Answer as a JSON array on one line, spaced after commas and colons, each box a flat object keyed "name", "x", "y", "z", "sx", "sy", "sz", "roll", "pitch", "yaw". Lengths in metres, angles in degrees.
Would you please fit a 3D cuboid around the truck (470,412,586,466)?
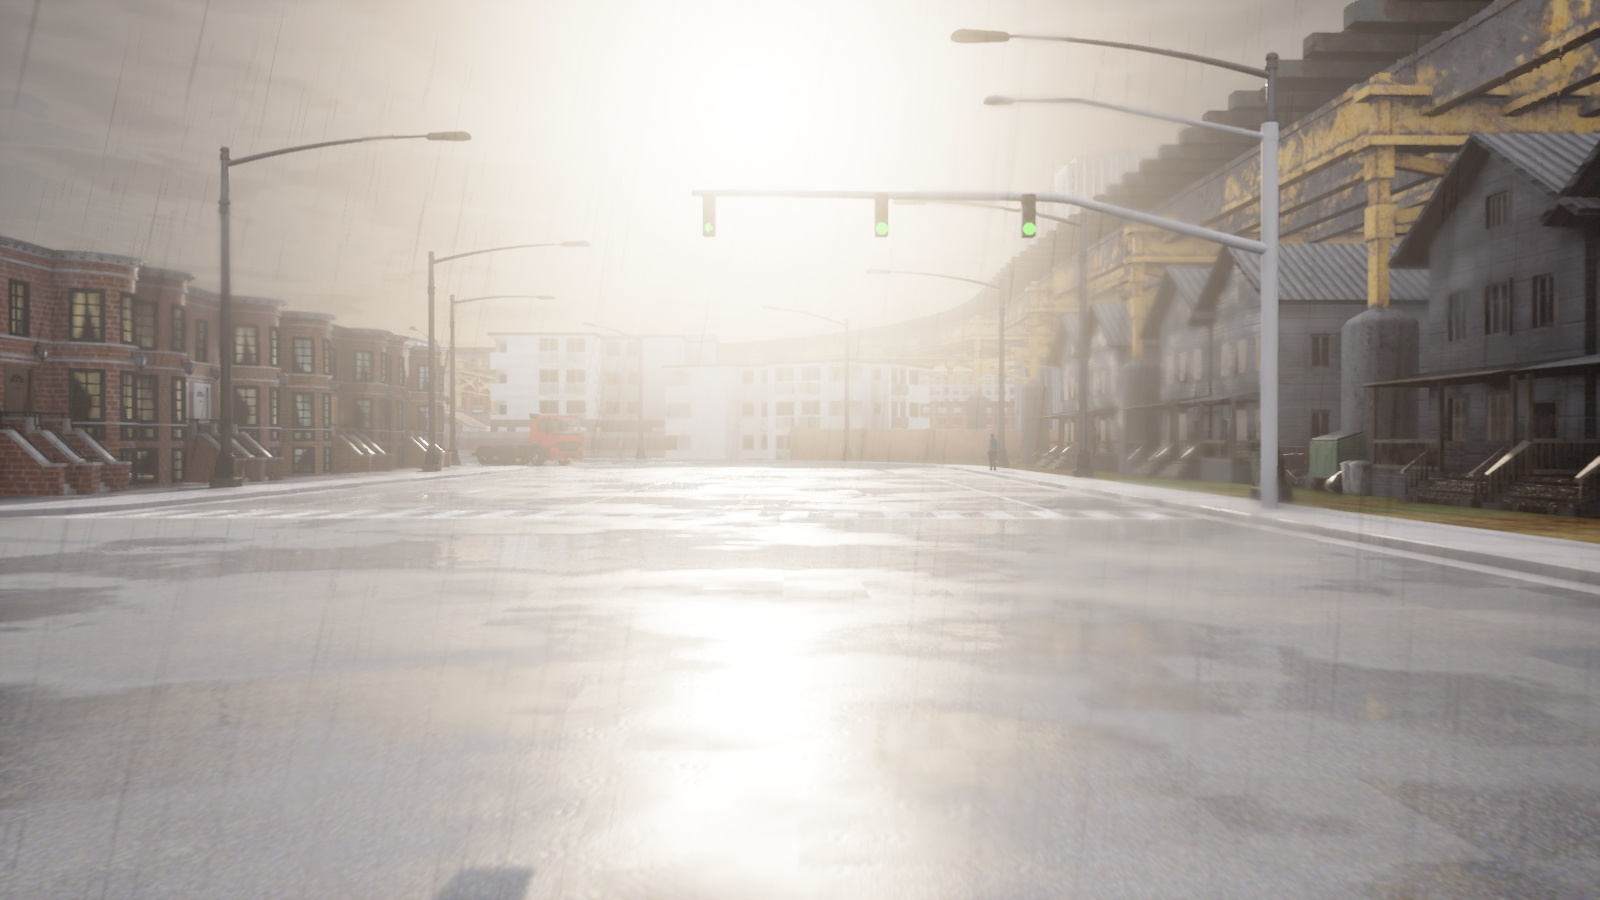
[{"name": "truck", "x": -18.173, "y": -0.722, "z": 83.679, "sx": 7.936, "sy": 3.462, "sz": 2.891, "roll": 0, "pitch": 0, "yaw": 34}]

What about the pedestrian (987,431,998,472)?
[{"name": "pedestrian", "x": 9.112, "y": 0.074, "z": 59.461, "sx": 0.396, "sy": 1.930, "sz": 0.692, "roll": 0, "pitch": 0, "yaw": -2}]
